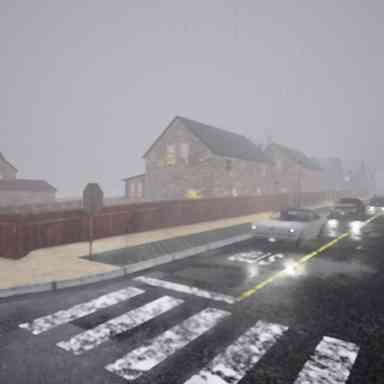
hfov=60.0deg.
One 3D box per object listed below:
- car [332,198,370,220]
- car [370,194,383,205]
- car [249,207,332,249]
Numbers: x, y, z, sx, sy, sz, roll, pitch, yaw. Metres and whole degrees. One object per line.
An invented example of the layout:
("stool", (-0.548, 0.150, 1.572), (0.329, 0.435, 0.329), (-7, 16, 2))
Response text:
("car", (11.463, 1.148, 24.292), (1.812, 1.442, 4.674), (1, 1, 35))
("car", (22.624, 0.965, 40.024), (1.895, 1.301, 4.718), (1, 1, 35))
("car", (4.164, 1.397, 13.899), (1.895, 1.301, 4.718), (1, 1, 35))
